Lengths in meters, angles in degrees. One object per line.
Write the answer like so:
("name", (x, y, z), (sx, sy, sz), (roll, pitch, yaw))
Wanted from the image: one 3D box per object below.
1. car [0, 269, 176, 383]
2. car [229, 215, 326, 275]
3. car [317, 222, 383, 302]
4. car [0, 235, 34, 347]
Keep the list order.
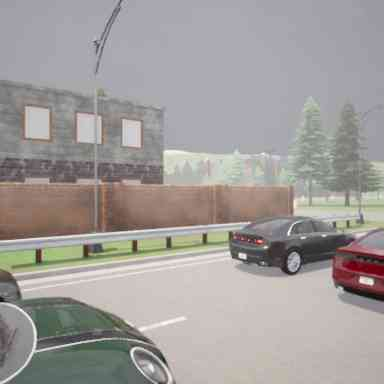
("car", (-2.289, 1.352, 2.114), (4.553, 1.767, 2.097), (0, 0, -35))
("car", (3.365, 1.502, 10.494), (4.892, 1.490, 1.837), (0, 0, -35))
("car", (5.223, 1.474, 7.523), (5.008, 1.535, 1.882), (0, 0, -35))
("car", (-4.706, 1.564, 4.687), (4.181, 1.385, 1.994), (0, 0, -36))
